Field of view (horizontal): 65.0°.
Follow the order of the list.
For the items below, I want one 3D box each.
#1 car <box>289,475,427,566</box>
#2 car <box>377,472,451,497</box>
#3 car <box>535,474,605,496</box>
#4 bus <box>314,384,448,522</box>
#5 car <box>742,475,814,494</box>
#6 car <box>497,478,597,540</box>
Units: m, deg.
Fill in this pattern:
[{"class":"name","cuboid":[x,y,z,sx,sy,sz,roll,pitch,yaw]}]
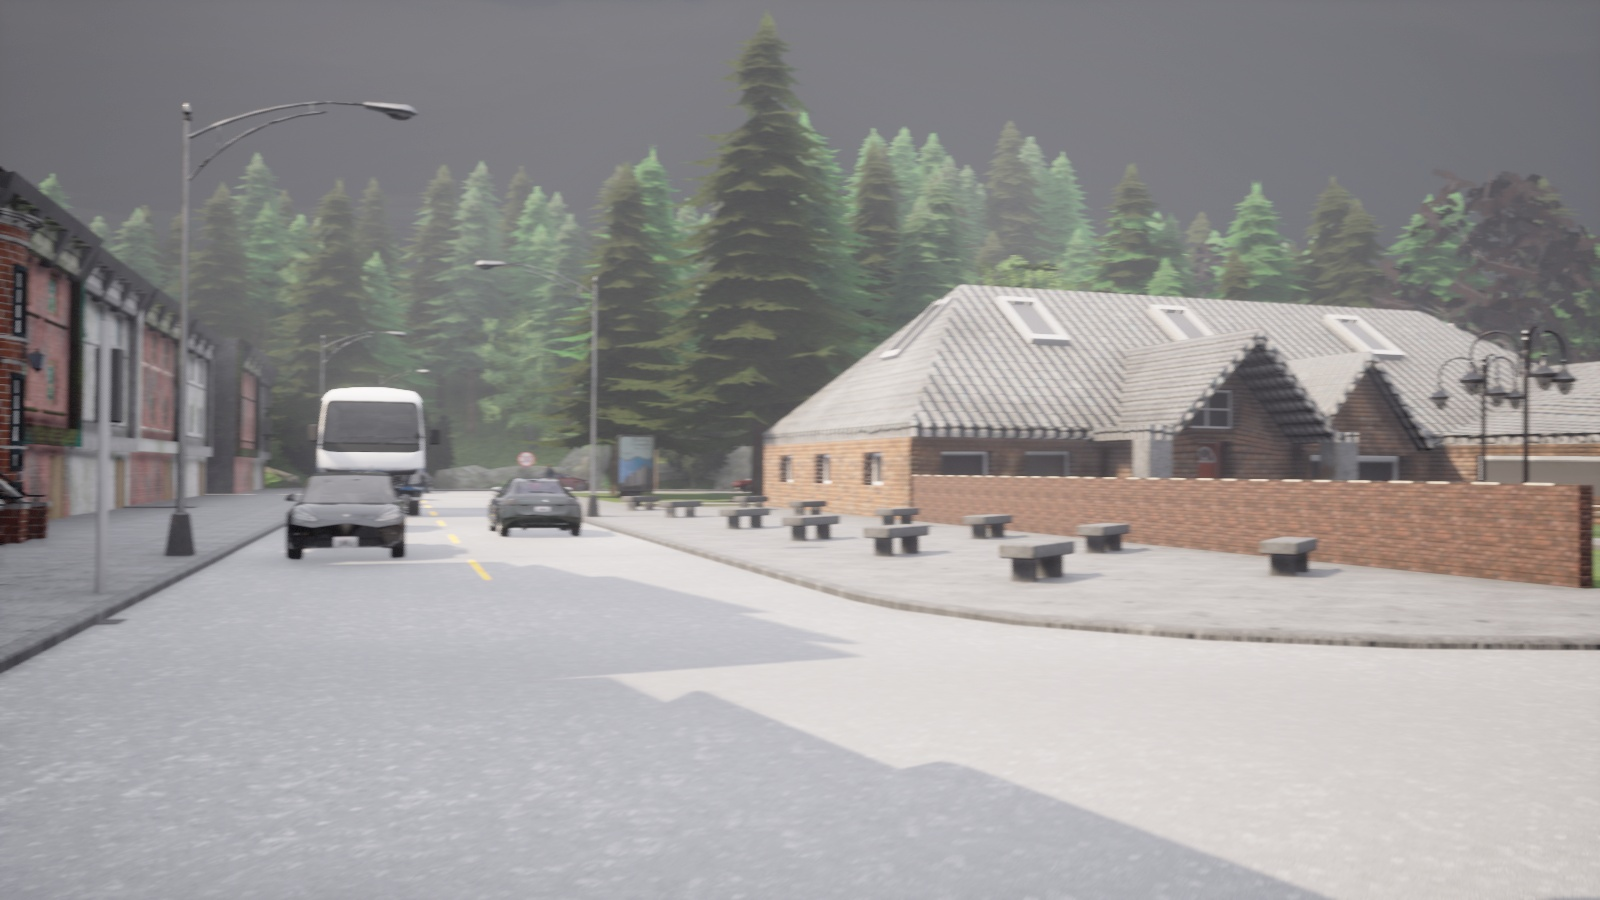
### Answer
[{"class":"car","cuboid":[-8.091,1.211,23.272,2.163,1.488,4.792,0,-1,-17]},{"class":"car","cuboid":[-23.978,2.148,78.228,2.163,1.488,4.792,0,-1,15]},{"class":"car","cuboid":[-15.294,2.299,83.547,4.181,1.385,1.994,1,-1,-33]},{"class":"bus","cuboid":[-14.572,0.190,44.142,3.944,4.253,10.273,0,-1,-17]},{"class":"car","cuboid":[-1.525,2.411,88.216,4.718,1.301,1.895,0,-1,-17]},{"class":"car","cuboid":[-6.291,1.404,30.923,1.994,1.385,4.181,0,-1,-17]}]
